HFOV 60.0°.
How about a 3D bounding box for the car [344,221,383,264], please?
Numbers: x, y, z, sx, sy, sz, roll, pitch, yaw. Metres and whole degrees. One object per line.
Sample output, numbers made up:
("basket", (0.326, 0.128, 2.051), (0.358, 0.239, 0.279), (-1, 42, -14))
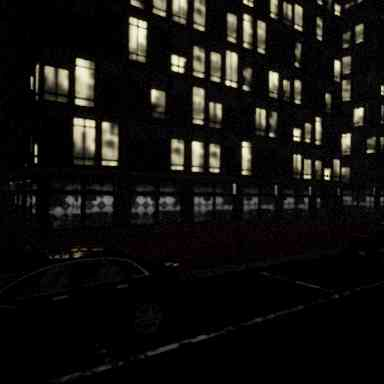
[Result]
("car", (7.119, 1.673, 11.644), (4.507, 1.381, 1.887), (1, 0, -36))

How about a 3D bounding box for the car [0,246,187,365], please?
("car", (-2.144, 1.562, 5.027), (4.403, 1.369, 2.008), (1, 0, -36))
